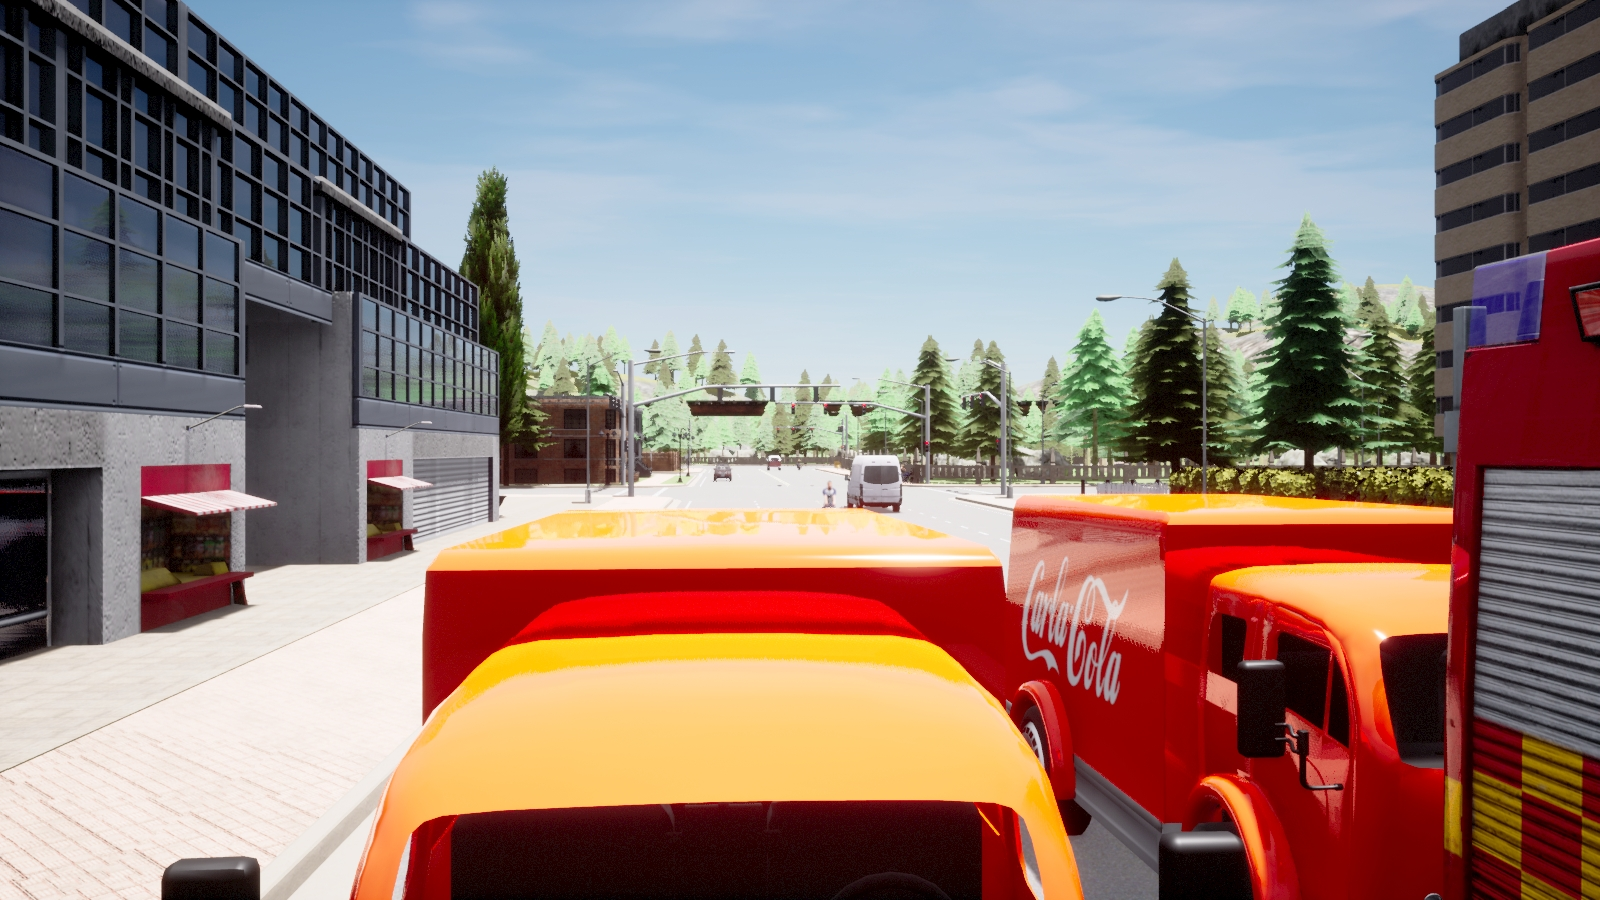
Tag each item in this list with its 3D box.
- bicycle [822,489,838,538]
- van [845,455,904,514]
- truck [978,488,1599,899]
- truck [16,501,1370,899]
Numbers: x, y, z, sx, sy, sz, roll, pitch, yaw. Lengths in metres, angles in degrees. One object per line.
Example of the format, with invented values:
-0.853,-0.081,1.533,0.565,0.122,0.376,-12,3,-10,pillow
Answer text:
0.977,2.056,37.340,0.373,1.496,1.643,0,0,-4,bicycle
3.411,1.534,53.444,1.988,2.561,5.915,0,0,-4,van
3.003,1.568,7.234,2.627,2.467,5.204,0,0,-4,truck
-0.347,1.568,4.821,2.627,2.467,5.204,0,0,-4,truck
